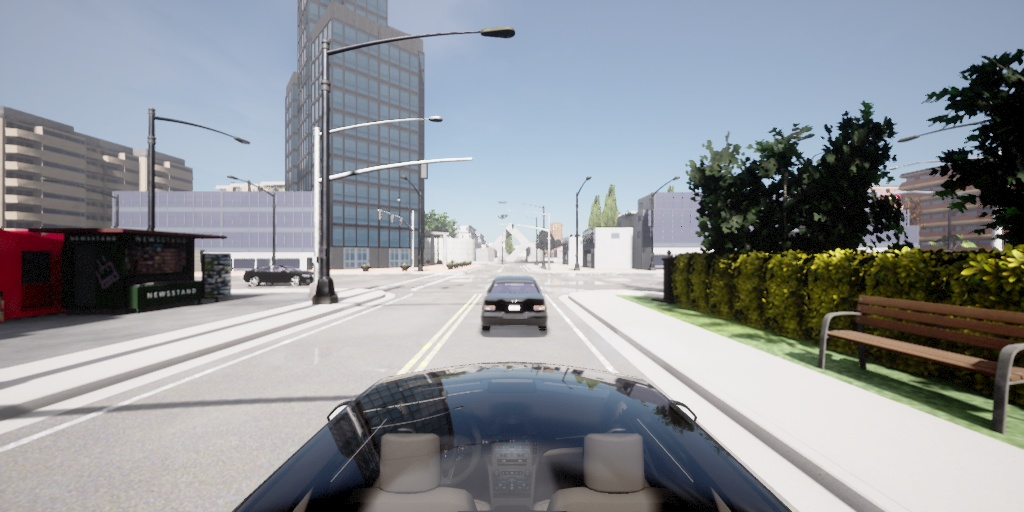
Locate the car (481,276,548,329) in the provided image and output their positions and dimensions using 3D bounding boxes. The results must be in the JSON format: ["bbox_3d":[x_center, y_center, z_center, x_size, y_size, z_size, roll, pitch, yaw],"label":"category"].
[{"bbox_3d":[0.071,1.323,11.310,2.033,1.411,5.357,0,0,0],"label":"car"}]

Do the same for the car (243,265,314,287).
[{"bbox_3d":[-16.690,1.413,26.008,4.902,1.511,2.128,-1,0,0],"label":"car"}]
